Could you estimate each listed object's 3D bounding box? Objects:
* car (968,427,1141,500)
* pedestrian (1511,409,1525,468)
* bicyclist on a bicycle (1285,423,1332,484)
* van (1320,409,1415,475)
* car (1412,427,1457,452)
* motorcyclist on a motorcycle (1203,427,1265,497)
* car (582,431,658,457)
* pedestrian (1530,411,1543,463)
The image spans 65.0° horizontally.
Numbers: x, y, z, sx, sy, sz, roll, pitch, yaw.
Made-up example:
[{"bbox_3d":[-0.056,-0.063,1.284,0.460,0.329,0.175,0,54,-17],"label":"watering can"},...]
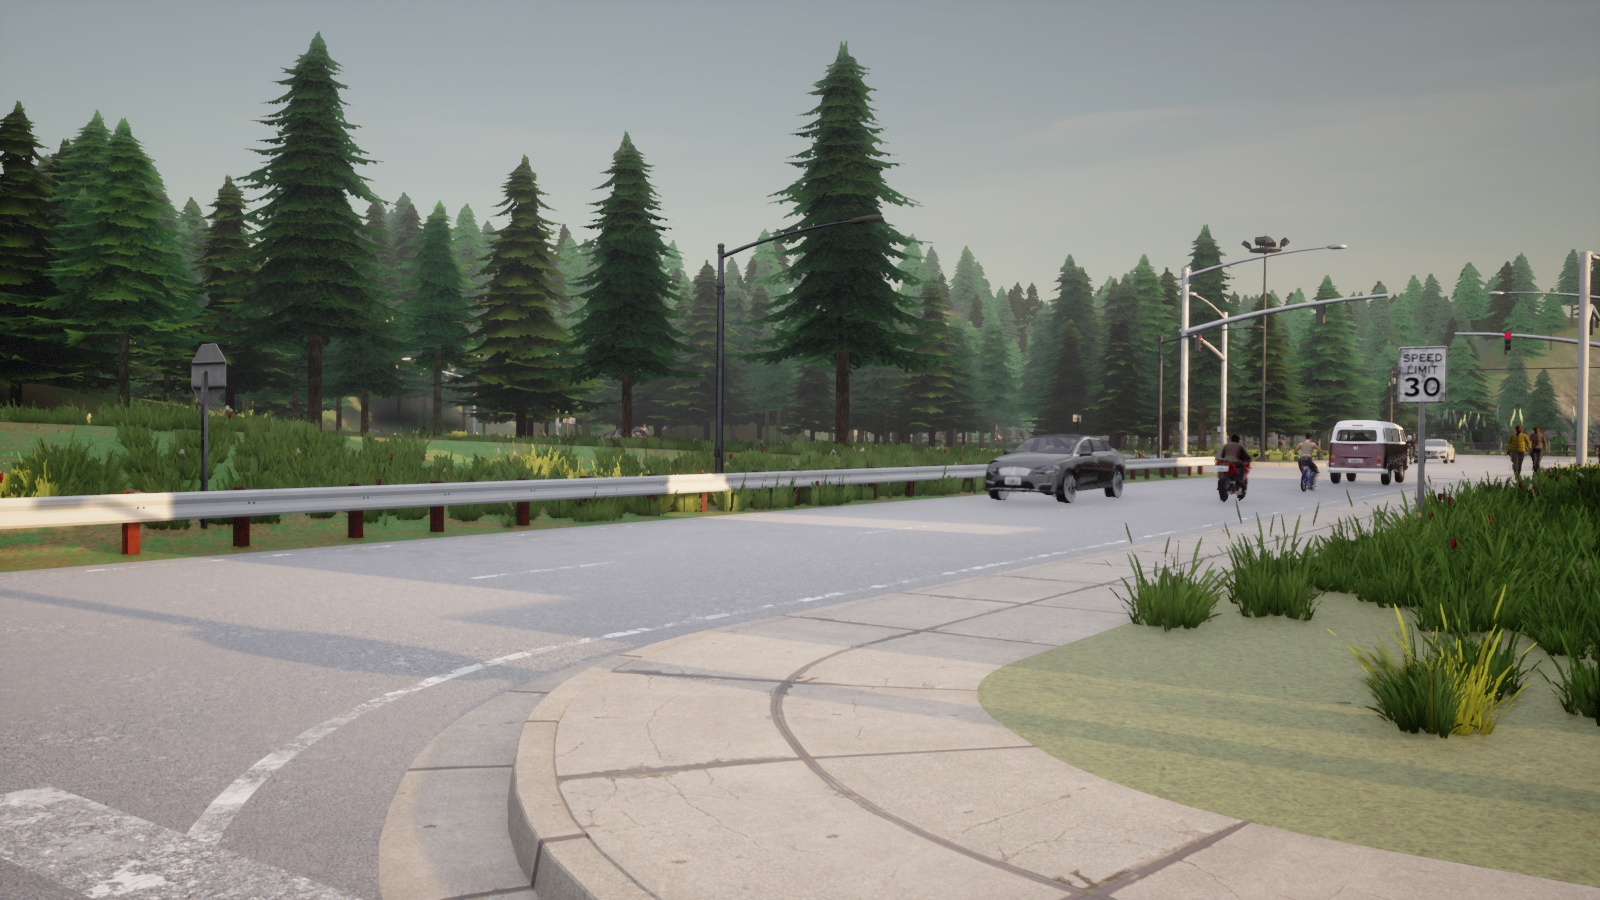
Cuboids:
[{"bbox_3d":[5.936,0.240,28.851,2.128,1.511,4.902,0,1,35],"label":"car"},{"bbox_3d":[22.851,-0.366,39.984,0.370,1.835,0.726,0,1,28],"label":"pedestrian"},{"bbox_3d":[13.846,0.076,34.162,0.866,1.612,1.509,0,1,35],"label":"bicyclist on a bicycle"},{"bbox_3d":[18.592,-0.274,41.030,2.069,2.038,4.480,0,1,35],"label":"van"},{"bbox_3d":[38.302,-0.624,75.763,1.812,1.442,4.674,0,1,35],"label":"car"},{"bbox_3d":[9.769,0.239,28.243,0.797,1.523,2.044,0,1,35],"label":"motorcyclist on a motorcycle"},{"bbox_3d":[-11.951,-0.395,83.249,4.856,1.649,2.033,0,1,36],"label":"car"},{"bbox_3d":[25.837,-0.449,44.056,0.328,1.805,0.869,0,1,36],"label":"pedestrian"}]
